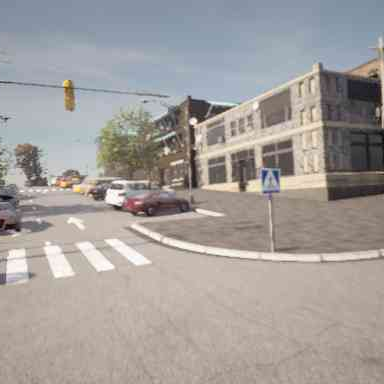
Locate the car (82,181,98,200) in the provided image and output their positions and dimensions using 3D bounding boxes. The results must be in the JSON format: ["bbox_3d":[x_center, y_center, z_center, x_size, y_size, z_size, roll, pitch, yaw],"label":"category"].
[{"bbox_3d":[-7.605,-0.059,32.155,2.231,1.521,4.892,3,5,43],"label":"car"}]

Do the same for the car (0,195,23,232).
[{"bbox_3d":[-9.438,1.136,16.277,1.994,1.385,4.181,-3,4,-25],"label":"car"}]

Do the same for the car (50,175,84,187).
[{"bbox_3d":[-24.164,-2.162,64.302,2.435,2.045,5.566,-3,-1,43],"label":"car"}]

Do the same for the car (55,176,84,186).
[{"bbox_3d":[-22.739,-1.994,61.720,2.185,1.767,4.553,0,2,42],"label":"car"}]

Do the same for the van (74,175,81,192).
[{"bbox_3d":[-10.399,-0.617,37.448,1.878,1.987,4.442,4,5,43],"label":"van"}]

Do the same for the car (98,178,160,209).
[{"bbox_3d":[-3.505,0.193,24.084,2.435,2.045,5.566,3,5,43],"label":"car"}]

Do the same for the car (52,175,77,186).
[{"bbox_3d":[-19.957,-1.821,56.320,2.435,2.045,5.566,4,5,42],"label":"car"}]

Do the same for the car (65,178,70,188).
[{"bbox_3d":[-14.418,-0.863,45.636,2.002,1.452,4.674,3,5,43],"label":"car"}]

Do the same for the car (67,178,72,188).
[{"bbox_3d":[-13.039,-0.694,42.945,2.002,1.452,4.674,4,5,43],"label":"car"}]

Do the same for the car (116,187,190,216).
[{"bbox_3d":[-2.155,0.653,21.391,2.002,1.452,4.674,3,5,43],"label":"car"}]

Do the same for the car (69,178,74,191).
[{"bbox_3d":[-11.555,-0.577,40.381,1.946,1.575,5.366,3,5,43],"label":"car"}]

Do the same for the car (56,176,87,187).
[{"bbox_3d":[-21.377,-1.864,59.023,2.185,1.767,4.553,2,4,42],"label":"car"}]

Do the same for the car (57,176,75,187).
[{"bbox_3d":[-18.421,-1.416,53.814,1.946,1.575,5.366,3,5,43],"label":"car"}]

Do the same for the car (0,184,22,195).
[{"bbox_3d":[-14.025,0.511,25.132,2.128,1.511,4.902,-3,4,-27],"label":"car"}]

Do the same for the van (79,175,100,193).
[{"bbox_3d":[-9.035,-0.448,34.749,1.878,1.987,4.442,4,5,43],"label":"van"}]
